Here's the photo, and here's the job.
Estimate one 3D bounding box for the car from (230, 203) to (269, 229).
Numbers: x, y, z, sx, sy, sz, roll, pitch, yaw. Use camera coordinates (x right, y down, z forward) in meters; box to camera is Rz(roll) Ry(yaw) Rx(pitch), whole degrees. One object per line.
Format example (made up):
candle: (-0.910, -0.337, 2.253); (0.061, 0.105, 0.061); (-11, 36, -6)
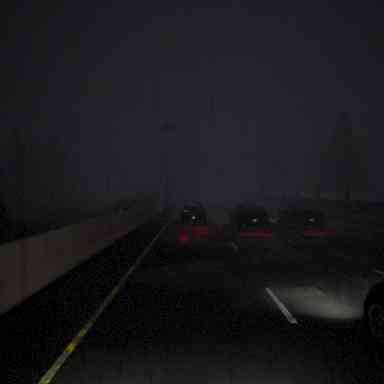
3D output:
car: (3.605, 1.474, 21.563); (1.882, 1.535, 5.008); (0, 0, 0)

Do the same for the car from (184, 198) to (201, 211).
car: (-0.010, 1.540, 42.795); (2.033, 1.411, 5.357); (0, 0, -1)

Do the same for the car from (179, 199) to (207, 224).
car: (0.104, 1.488, 24.516); (2.128, 1.511, 4.902); (0, 0, 0)

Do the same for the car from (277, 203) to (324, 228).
car: (7.104, 1.473, 22.182); (1.882, 1.535, 5.008); (0, 0, 0)

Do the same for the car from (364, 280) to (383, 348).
car: (3.601, 1.525, 3.284); (1.812, 1.442, 4.674); (0, 0, 0)
